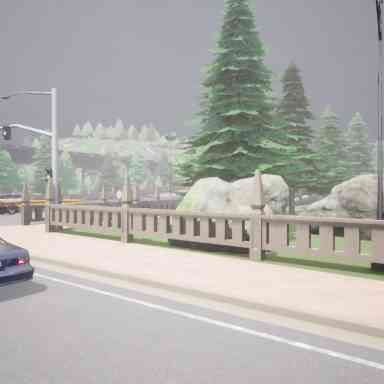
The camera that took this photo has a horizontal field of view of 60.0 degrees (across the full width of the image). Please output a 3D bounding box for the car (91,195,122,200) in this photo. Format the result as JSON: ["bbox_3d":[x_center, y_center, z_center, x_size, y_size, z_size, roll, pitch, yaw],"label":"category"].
[{"bbox_3d":[-12.979,1.334,52.247,2.097,1.767,4.553,0,1,36],"label":"car"}]

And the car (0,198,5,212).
[{"bbox_3d":[-23.884,1.491,37.092,2.128,1.511,4.902,0,0,36],"label":"car"}]

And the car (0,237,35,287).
[{"bbox_3d":[-6.069,1.547,8.293,5.357,1.411,2.033,0,0,36],"label":"car"}]

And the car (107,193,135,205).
[{"bbox_3d":[-12.560,1.217,58.840,2.097,1.767,4.553,0,2,36],"label":"car"}]

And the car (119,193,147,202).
[{"bbox_3d":[-11.650,1.131,66.059,2.033,1.411,5.357,0,3,36],"label":"car"}]

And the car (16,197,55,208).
[{"bbox_3d":[-23.355,1.505,49.795,1.837,1.490,4.892,0,0,36],"label":"car"}]

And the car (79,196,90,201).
[{"bbox_3d":[-18.465,1.352,50.602,2.097,1.767,4.553,0,0,35],"label":"car"}]

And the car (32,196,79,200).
[{"bbox_3d":[-18.327,1.477,44.801,1.882,1.535,5.008,0,0,36],"label":"car"}]

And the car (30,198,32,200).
[{"bbox_3d":[-24.134,1.221,42.727,2.150,2.045,5.566,0,0,36],"label":"car"}]

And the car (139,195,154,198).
[{"bbox_3d":[-8.601,1.290,58.346,2.128,1.511,4.902,0,2,36],"label":"car"}]

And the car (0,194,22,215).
[{"bbox_3d":[-18.939,1.351,31.642,2.097,1.767,4.553,0,0,36],"label":"car"}]
